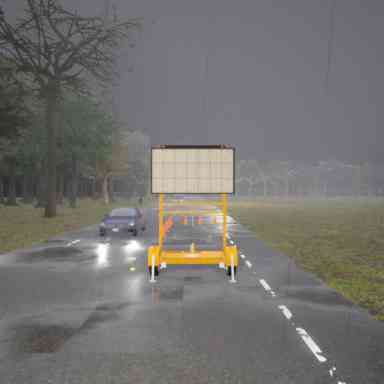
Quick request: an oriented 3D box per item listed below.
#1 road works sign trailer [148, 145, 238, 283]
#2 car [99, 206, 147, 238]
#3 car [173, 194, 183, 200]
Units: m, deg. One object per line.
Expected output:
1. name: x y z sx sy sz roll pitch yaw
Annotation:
1. road works sign trailer: 0.021 0.458 9.664 2.380 3.560 2.880 0 0 0
2. car: -3.559 1.499 17.833 1.812 1.442 4.674 0 0 0
3. car: -3.325 1.018 79.554 2.097 1.767 4.553 0 0 0
